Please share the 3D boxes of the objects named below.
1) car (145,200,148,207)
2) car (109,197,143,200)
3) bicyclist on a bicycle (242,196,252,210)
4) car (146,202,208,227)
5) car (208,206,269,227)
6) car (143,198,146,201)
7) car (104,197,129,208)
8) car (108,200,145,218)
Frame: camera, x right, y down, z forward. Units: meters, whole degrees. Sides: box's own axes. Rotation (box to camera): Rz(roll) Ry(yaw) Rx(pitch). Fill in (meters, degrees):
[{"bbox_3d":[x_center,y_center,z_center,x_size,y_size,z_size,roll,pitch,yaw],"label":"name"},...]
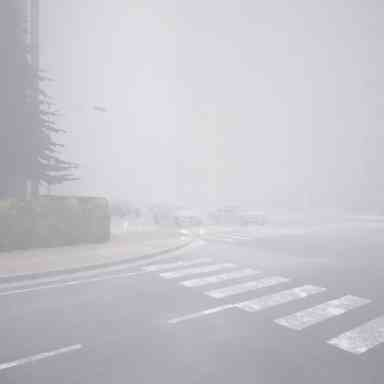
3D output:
[{"bbox_3d":[-2.183,1.656,30.902,1.895,1.301,4.718,0,0,-35],"label":"car"},{"bbox_3d":[-8.183,1.602,39.347,2.033,1.411,5.357,0,0,-35],"label":"car"},{"bbox_3d":[6.522,1.355,39.330,1.656,1.620,0.582,0,0,-35],"label":"bicyclist on a bicycle"},{"bbox_3d":[-1.176,1.581,23.469,1.812,1.442,4.674,0,0,-35],"label":"car"},{"bbox_3d":[3.141,1.656,23.444,1.895,1.301,4.718,0,0,-36],"label":"car"},{"bbox_3d":[-8.728,1.532,52.313,1.882,1.535,5.008,0,0,-35],"label":"car"},{"bbox_3d":[-11.448,1.532,50.100,1.882,1.535,5.008,0,0,-35],"label":"car"},{"bbox_3d":[-6.464,1.656,30.880,1.895,1.301,4.718,0,0,-35],"label":"car"}]
